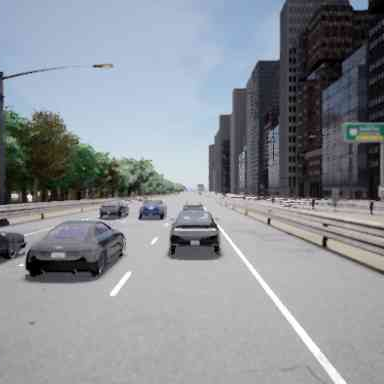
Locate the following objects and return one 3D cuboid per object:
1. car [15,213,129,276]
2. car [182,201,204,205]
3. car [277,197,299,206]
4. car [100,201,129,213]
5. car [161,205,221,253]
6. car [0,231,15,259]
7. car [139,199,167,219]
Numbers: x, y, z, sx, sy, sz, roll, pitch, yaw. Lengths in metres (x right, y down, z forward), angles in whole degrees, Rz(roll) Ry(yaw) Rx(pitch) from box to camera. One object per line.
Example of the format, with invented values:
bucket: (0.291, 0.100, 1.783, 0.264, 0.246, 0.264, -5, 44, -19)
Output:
car: (-3.397, 1.573, 10.453, 1.994, 1.385, 4.181, 0, 0, 0)
car: (0.112, 1.519, 29.866, 2.128, 1.511, 4.902, 0, 0, 0)
car: (16.679, 1.689, 58.000, 2.128, 1.511, 4.902, 0, 0, -19)
car: (-6.888, 1.519, 29.879, 2.128, 1.511, 4.902, 0, 0, 0)
car: (0.106, 1.503, 13.673, 2.128, 1.511, 4.902, 0, 0, 0)
car: (-6.896, 1.556, 9.558, 2.033, 1.411, 5.357, 0, 0, 0)
car: (-3.387, 1.380, 29.630, 2.097, 1.767, 4.553, 0, 0, 0)
